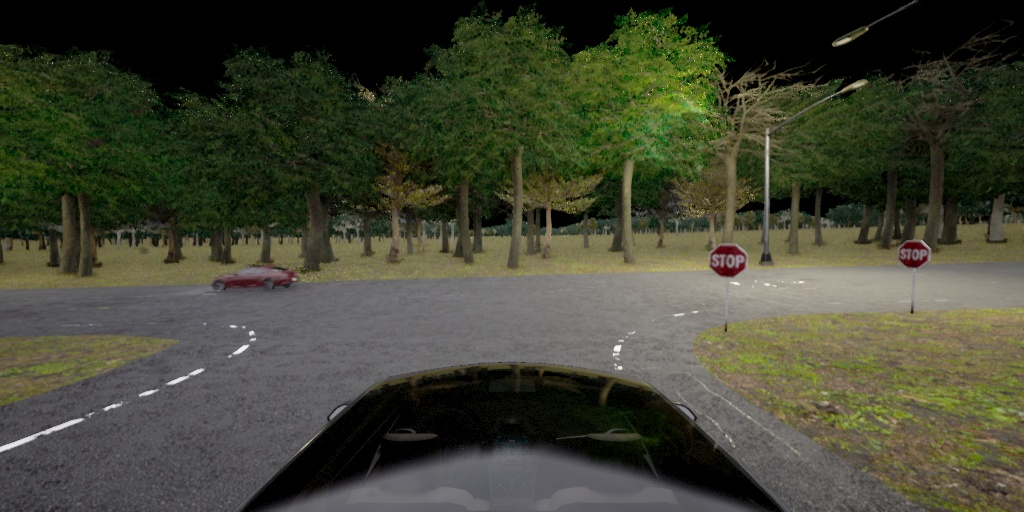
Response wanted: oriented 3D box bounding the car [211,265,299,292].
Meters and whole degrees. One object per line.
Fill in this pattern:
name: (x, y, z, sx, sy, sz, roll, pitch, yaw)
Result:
car: (-15.488, 1.305, 21.740, 4.674, 1.442, 1.812, -1, 3, 0)
